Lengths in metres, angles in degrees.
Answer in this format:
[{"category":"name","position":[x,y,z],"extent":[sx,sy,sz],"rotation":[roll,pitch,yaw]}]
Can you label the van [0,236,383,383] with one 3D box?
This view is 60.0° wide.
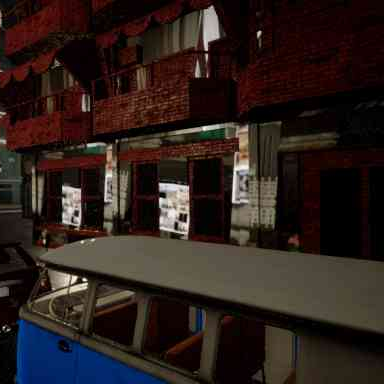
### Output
[{"category":"van","position":[0.230,1.341,2.571],"extent":[3.998,1.788,1.690],"rotation":[0,-1,36]}]
